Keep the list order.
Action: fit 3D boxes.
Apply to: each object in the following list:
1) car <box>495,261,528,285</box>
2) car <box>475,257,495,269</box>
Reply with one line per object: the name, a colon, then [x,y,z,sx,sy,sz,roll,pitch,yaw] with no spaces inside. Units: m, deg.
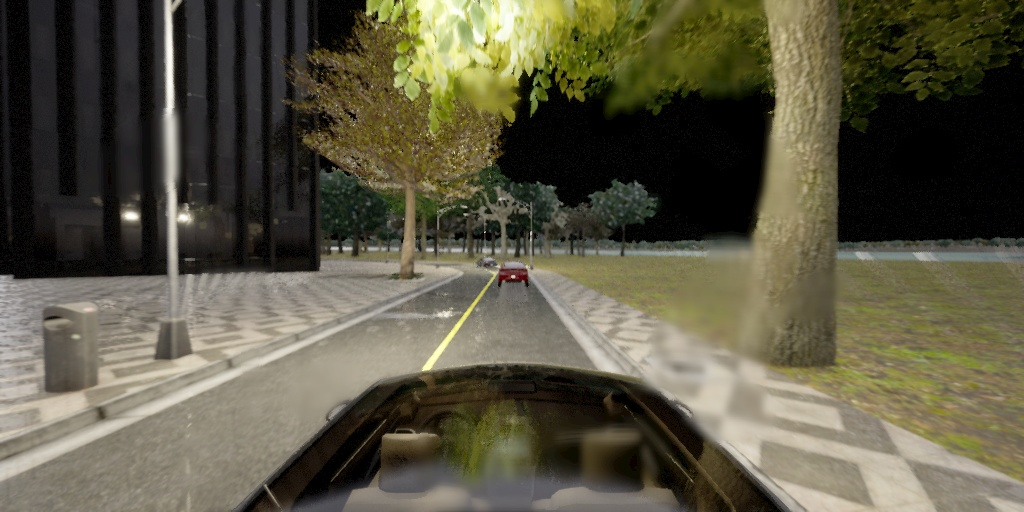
car: [0.078,1.063,23.966,1.882,1.535,5.008,0,1,0]
car: [-3.452,0.881,47.442,1.812,1.442,4.674,0,1,-23]
